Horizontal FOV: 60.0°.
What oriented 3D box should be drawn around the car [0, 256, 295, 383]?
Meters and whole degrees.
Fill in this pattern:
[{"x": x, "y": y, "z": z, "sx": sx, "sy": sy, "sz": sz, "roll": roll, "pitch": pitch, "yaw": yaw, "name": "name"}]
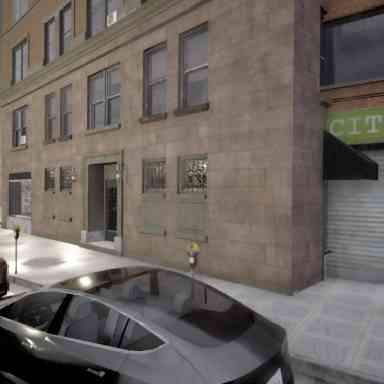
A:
[{"x": -1.049, "y": 1.565, "z": 3.820, "sx": 4.313, "sy": 1.339, "sz": 1.947, "roll": 0, "pitch": 1, "yaw": 35, "name": "car"}]
